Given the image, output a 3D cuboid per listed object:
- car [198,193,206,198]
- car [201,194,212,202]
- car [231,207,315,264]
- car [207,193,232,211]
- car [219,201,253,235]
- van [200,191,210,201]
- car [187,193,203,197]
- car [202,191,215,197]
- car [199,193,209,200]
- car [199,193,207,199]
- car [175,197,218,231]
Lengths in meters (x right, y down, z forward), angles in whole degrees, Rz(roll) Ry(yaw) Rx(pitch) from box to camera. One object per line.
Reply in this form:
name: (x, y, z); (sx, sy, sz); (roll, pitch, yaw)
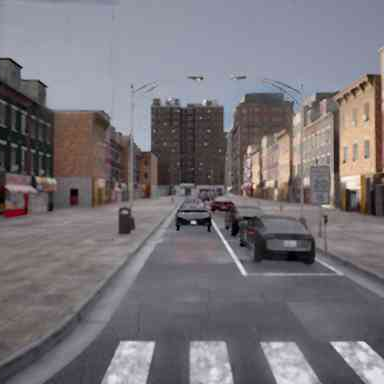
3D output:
car: (2.555, 0.927, 87.149); (1.802, 1.307, 4.206); (1, 0, 0)
car: (2.586, 1.030, 59.958); (1.802, 1.307, 4.206); (1, 0, 0)
car: (2.644, 1.404, 11.021); (1.947, 1.339, 4.313); (2, 1, 0)
car: (2.716, 1.124, 30.738); (1.882, 1.535, 5.008); (0, 0, 0)
car: (2.637, 1.345, 16.457); (1.947, 1.339, 4.313); (1, 1, 0)
van: (2.585, 0.763, 65.395); (1.690, 1.788, 3.998); (1, 0, 0)
car: (0.016, 1.097, 43.011); (2.033, 1.411, 5.357); (0, 0, 0)
car: (2.605, 0.827, 49.081); (2.192, 1.841, 5.009); (1, 0, 0)
car: (2.575, 0.944, 70.834); (1.887, 1.381, 4.507); (1, 0, 0)
car: (2.561, 0.944, 81.710); (1.802, 1.307, 4.206); (1, 0, 0)
car: (0.078, 1.244, 18.642); (2.128, 1.511, 4.902); (0, 1, 0)
